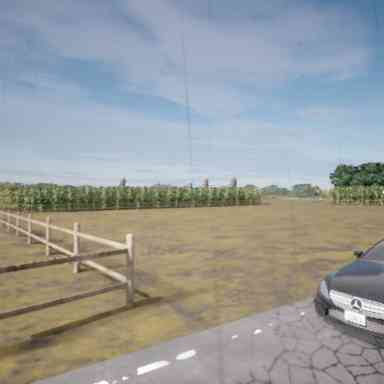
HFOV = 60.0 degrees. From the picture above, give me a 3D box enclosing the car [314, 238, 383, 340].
[{"bbox_3d":[4.211,1.523,6.071,4.674,1.442,1.812,0,0,-35],"label":"car"}]
